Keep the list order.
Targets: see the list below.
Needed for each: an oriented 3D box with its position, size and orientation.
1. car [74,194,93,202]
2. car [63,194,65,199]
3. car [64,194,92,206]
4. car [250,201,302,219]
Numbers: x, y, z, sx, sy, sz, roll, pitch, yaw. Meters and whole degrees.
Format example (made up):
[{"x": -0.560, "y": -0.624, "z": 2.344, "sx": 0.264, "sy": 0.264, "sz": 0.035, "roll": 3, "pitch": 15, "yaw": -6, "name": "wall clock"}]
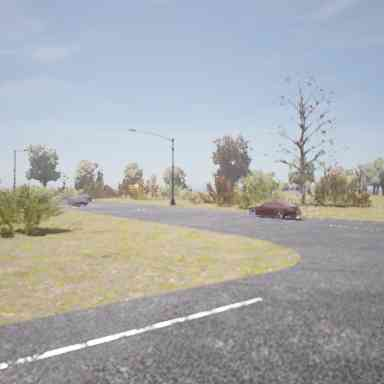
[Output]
[{"x": -21.855, "y": 1.214, "z": 67.079, "sx": 2.033, "sy": 1.411, "sz": 5.357, "roll": 0, "pitch": 0, "yaw": -36, "name": "car"}, {"x": -30.990, "y": 1.109, "z": 79.473, "sx": 2.033, "sy": 1.411, "sz": 5.357, "roll": 0, "pitch": 0, "yaw": -36, "name": "car"}, {"x": -16.495, "y": 1.351, "z": 48.027, "sx": 1.994, "sy": 1.385, "sz": 4.181, "roll": 0, "pitch": 0, "yaw": -36, "name": "car"}, {"x": 6.956, "y": 1.448, "z": 27.993, "sx": 1.812, "sy": 1.442, "sz": 4.674, "roll": 0, "pitch": 0, "yaw": -36, "name": "car"}]
